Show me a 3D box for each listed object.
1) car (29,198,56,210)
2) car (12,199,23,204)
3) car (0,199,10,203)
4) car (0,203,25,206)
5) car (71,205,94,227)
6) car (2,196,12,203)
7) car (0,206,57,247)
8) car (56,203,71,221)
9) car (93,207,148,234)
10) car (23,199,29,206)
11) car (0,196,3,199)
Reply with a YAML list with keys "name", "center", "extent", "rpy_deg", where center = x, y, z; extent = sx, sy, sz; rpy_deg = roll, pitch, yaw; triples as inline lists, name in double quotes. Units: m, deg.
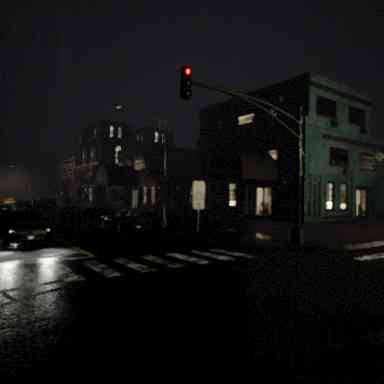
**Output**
- name: "car"
  center: [-17.528, 1.648, 39.781]
  extent: [2.192, 1.841, 5.009]
  rpy_deg: [1, -1, -35]
- name: "car"
  center: [-27.083, 1.854, 53.417]
  extent: [1.967, 1.590, 4.097]
  rpy_deg: [1, -1, -35]
- name: "car"
  center: [-19.355, 1.662, 32.130]
  extent: [2.128, 1.511, 4.902]
  rpy_deg: [2, -1, -34]
- name: "car"
  center: [-13.495, 1.684, 23.645]
  extent: [1.994, 1.385, 4.181]
  rpy_deg: [2, -1, -35]
- name: "car"
  center: [-7.403, 1.813, 25.243]
  extent: [1.947, 1.339, 4.313]
  rpy_deg: [1, -1, -35]
- name: "car"
  center: [-36.666, 2.023, 67.243]
  extent: [1.752, 1.417, 4.829]
  rpy_deg: [1, -1, -35]
- name: "car"
  center: [-7.847, 1.599, 15.541]
  extent: [1.812, 1.442, 4.674]
  rpy_deg: [2, -1, -33]
- name: "car"
  center: [-10.525, 1.856, 29.747]
  extent: [1.802, 1.307, 4.206]
  rpy_deg: [1, -1, -35]
- name: "car"
  center: [-4.281, 1.772, 20.737]
  extent: [2.008, 1.369, 4.403]
  rpy_deg: [1, -1, -35]
- name: "car"
  center: [-20.718, 1.800, 44.323]
  extent: [1.967, 1.590, 4.097]
  rpy_deg: [1, -1, -35]
- name: "car"
  center: [-42.890, 1.868, 76.232]
  extent: [2.192, 1.841, 5.009]
  rpy_deg: [1, -1, -35]
